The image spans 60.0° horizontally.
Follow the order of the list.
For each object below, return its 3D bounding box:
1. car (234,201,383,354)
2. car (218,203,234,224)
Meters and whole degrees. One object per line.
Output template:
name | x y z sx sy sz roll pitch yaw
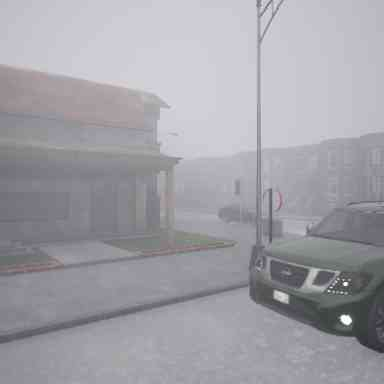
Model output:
car | 3.738 1.220 6.391 5.566 2.045 2.150 0 0 -30
car | 3.799 1.491 22.464 2.128 1.511 4.902 0 0 -35
